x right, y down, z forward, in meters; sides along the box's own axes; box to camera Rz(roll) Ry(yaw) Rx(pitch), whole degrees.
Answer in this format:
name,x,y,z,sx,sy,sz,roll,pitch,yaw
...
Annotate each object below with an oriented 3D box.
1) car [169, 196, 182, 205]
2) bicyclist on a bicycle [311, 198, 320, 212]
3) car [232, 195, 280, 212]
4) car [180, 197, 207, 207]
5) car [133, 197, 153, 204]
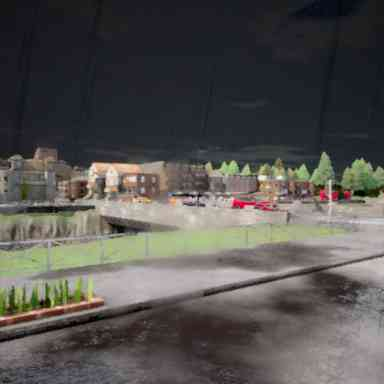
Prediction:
name,x,y,z,sx,sy,sz,roll,pitch,yaw
car,-1.950,1.511,54.260,2.097,1.767,4.553,0,0,-36
bicyclist on a bicycle,14.383,1.530,38.649,1.656,1.620,0.582,0,0,-36
car,6.626,1.358,35.058,2.150,2.045,5.566,0,0,-36
car,0.819,1.738,43.177,1.895,1.301,4.718,0,0,-36
car,-8.252,1.615,55.993,1.882,1.535,5.008,0,-1,-35
